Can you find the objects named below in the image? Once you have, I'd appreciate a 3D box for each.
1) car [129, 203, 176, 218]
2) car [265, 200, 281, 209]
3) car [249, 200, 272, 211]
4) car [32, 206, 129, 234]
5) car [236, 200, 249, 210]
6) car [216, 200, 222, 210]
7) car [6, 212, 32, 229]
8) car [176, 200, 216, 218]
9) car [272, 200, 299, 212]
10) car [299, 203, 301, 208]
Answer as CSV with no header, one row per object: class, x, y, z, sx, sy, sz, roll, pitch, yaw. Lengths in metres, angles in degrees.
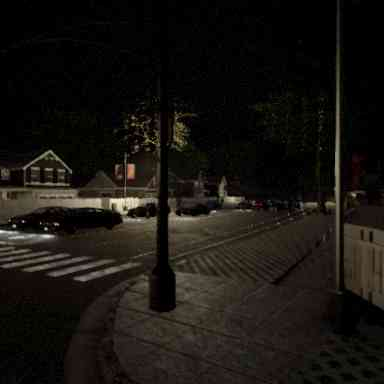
car,-4.080,1.771,32.842,2.033,1.411,5.357,0,0,28
car,13.649,2.004,55.641,1.994,1.385,4.181,0,0,22
car,9.733,1.867,46.501,1.837,1.490,4.892,0,0,22
car,-6.679,1.670,20.634,2.033,1.411,5.357,0,-1,31
car,8.366,1.973,51.563,2.033,1.411,5.357,0,0,24
car,2.869,1.874,47.399,1.812,1.442,4.674,0,-1,25
car,-9.449,1.675,22.393,2.033,1.411,5.357,0,-1,28
car,0.206,1.794,34.196,2.033,1.411,5.357,0,0,26
car,12.817,1.911,45.482,2.033,1.411,5.357,0,0,25
car,16.653,2.041,54.400,1.895,1.301,4.718,0,0,22
